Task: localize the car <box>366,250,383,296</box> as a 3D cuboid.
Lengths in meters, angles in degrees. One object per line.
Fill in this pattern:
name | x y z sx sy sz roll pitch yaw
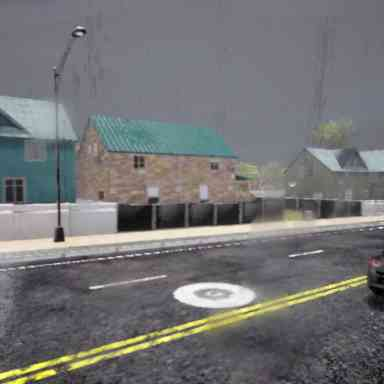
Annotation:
car | 5.766 1.603 7.549 4.674 1.442 1.812 1 0 -36
